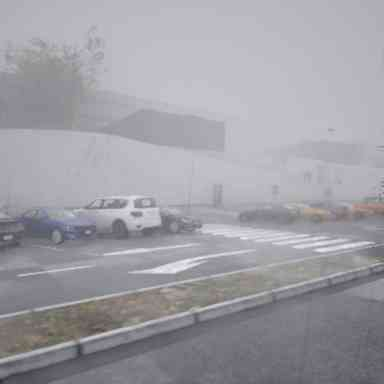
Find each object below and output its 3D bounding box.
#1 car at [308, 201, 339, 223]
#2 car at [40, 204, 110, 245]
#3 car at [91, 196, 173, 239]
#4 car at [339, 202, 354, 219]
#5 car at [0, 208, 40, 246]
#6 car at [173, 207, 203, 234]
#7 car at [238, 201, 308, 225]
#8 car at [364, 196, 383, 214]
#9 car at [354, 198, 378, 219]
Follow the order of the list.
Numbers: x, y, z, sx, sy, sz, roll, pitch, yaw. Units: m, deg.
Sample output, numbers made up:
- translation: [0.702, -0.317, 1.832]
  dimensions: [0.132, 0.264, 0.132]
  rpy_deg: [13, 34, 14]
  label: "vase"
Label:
- translation: [8.228, 1.515, 25.954]
  dimensions: [5.366, 1.575, 1.946]
  rpy_deg: [-1, -1, 35]
  label: "car"
- translation: [-6.505, 1.485, 15.690]
  dimensions: [5.008, 1.535, 2.097]
  rpy_deg: [-1, -1, 35]
  label: "car"
- translation: [-4.103, 1.234, 17.428]
  dimensions: [5.566, 2.045, 2.435]
  rpy_deg: [-1, -1, 35]
  label: "car"
- translation: [10.479, 1.565, 27.800]
  dimensions: [4.792, 1.488, 2.163]
  rpy_deg: [-1, -1, 35]
  label: "car"
- translation: [-8.931, 1.489, 13.949]
  dimensions: [4.892, 1.521, 2.231]
  rpy_deg: [-1, 0, 35]
  label: "car"
- translation: [-1.647, 1.489, 19.152]
  dimensions: [4.892, 1.521, 2.231]
  rpy_deg: [-1, -1, 34]
  label: "car"
- translation: [5.646, 1.549, 24.324]
  dimensions: [4.674, 1.452, 2.002]
  rpy_deg: [-1, -1, 35]
  label: "car"
- translation: [17.820, 1.449, 32.958]
  dimensions: [4.553, 1.767, 2.185]
  rpy_deg: [-1, -1, 35]
  label: "car"
- translation: [13.089, 1.545, 29.413]
  dimensions: [5.366, 1.575, 1.946]
  rpy_deg: [-1, -1, 35]
  label: "car"
